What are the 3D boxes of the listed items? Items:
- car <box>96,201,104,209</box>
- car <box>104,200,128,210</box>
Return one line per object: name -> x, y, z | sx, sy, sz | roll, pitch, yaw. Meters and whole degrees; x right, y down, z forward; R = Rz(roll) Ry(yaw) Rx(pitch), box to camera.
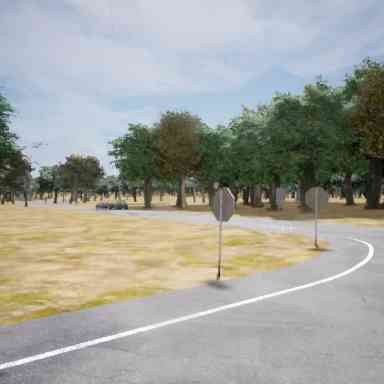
car -> -15.921, 2.368, 60.068 | 1.994, 1.385, 4.181 | 2, -2, -34
car -> -12.215, 2.050, 54.760 | 2.097, 1.767, 4.553 | 2, -2, -34
